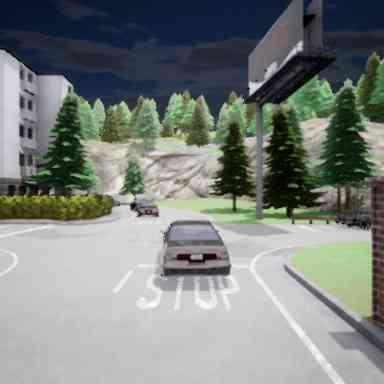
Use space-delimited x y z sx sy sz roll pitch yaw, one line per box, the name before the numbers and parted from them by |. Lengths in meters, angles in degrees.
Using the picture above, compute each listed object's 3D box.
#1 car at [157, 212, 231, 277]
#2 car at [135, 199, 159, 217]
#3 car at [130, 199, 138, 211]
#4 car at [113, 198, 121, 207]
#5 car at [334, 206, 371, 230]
car | -0.053 1.573 10.413 2.033 1.411 5.357 0 0 -4
car | -4.242 1.683 32.292 1.994 1.385 4.181 0 0 -8
car | -6.496 1.645 41.677 2.128 1.511 4.902 0 0 -21
car | -13.325 1.705 54.109 1.837 1.490 4.892 0 0 -39
car | 11.476 1.444 19.833 5.357 1.411 2.033 0 0 -1
